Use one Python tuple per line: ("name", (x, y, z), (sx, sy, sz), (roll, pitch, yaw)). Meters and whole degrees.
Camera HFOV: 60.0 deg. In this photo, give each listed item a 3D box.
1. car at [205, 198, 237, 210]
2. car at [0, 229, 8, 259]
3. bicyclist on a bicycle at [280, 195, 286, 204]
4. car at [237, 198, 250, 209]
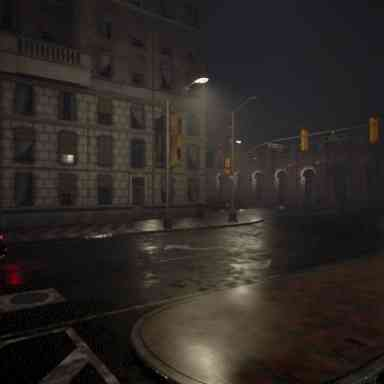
("car", (2.996, 1.492, 43.051), (2.128, 1.511, 4.902), (0, 0, -36))
("car", (-7.495, 1.491, 8.470), (4.902, 1.511, 2.128), (0, 0, -36))
("bicyclist on a bicycle", (15.477, 1.300, 56.462), (1.656, 1.620, 0.582), (0, 0, -36))
("car", (5.740, 1.526, 45.232), (1.812, 1.442, 4.674), (0, 0, -36))
